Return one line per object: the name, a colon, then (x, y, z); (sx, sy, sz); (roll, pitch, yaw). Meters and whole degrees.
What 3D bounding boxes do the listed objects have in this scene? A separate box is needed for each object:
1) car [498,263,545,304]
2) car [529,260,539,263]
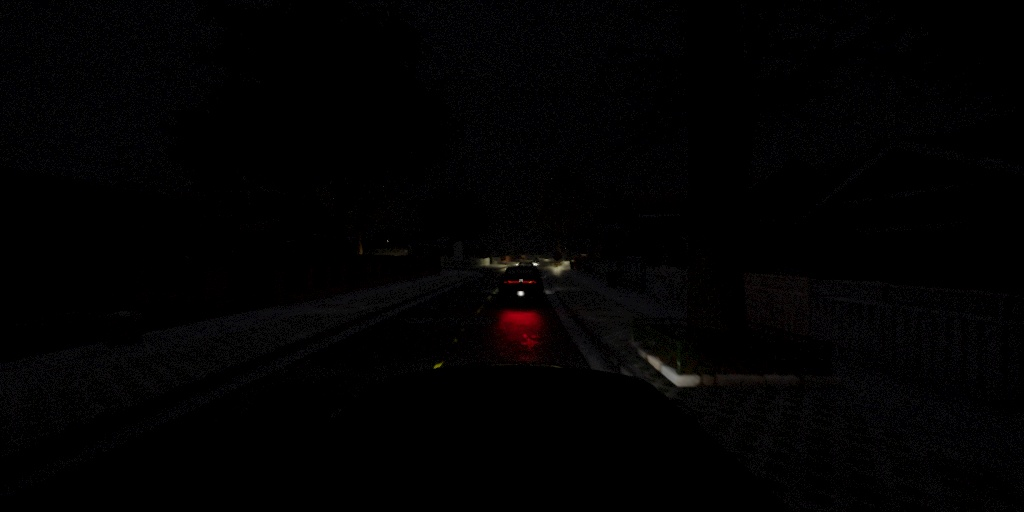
car: (0.422, 1.223, 16.252); (1.837, 1.490, 4.892); (0, -1, 2)
car: (1.118, 1.250, 29.214); (1.994, 1.385, 4.181); (0, 0, 5)
